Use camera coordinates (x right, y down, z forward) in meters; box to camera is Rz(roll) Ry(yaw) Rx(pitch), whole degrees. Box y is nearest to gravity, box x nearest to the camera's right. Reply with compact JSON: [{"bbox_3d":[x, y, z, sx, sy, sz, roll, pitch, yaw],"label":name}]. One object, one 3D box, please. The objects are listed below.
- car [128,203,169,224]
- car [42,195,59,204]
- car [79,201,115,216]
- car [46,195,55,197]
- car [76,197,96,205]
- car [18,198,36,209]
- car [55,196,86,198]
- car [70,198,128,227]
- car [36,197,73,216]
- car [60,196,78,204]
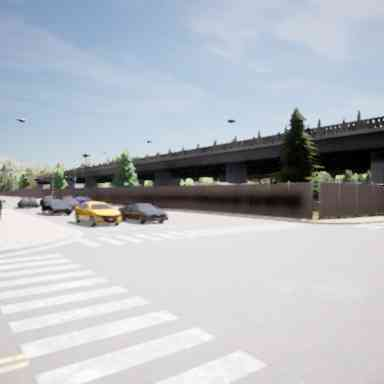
[{"bbox_3d":[-3.833,1.544,25.196,2.033,1.411,5.357,1,0,-36],"label":"car"},{"bbox_3d":[-27.018,1.410,63.450,1.882,1.535,5.008,1,0,-36],"label":"car"},{"bbox_3d":[-9.458,1.577,32.958,1.895,1.301,4.718,1,0,-36],"label":"car"},{"bbox_3d":[-20.856,1.481,48.696,2.033,1.411,5.357,1,0,-36],"label":"car"},{"bbox_3d":[-18.355,1.548,57.465,1.994,1.385,4.181,1,0,-35],"label":"car"},{"bbox_3d":[-21.479,1.475,43.575,1.994,1.385,4.181,1,0,-36],"label":"car"},{"bbox_3d":[-14.764,1.482,40.295,1.812,1.442,4.674,1,0,-36],"label":"car"},{"bbox_3d":[-6.572,1.444,23.014,1.882,1.535,5.008,1,0,-36],"label":"car"},{"bbox_3d":[-13.103,1.489,32.019,2.033,1.411,5.357,1,0,-36],"label":"car"},{"bbox_3d":[-24.235,1.505,65.478,2.033,1.411,5.357,1,0,-36],"label":"car"}]
